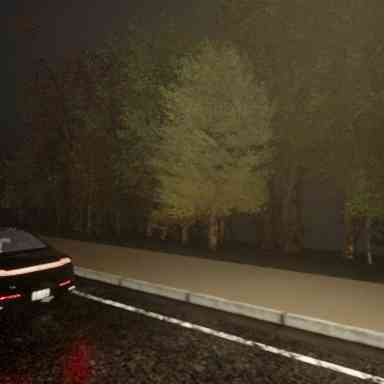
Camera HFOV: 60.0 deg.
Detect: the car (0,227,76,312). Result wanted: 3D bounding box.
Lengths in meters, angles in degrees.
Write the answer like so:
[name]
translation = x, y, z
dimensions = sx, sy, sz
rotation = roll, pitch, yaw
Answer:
[car]
translation = -4.461, 1.480, 6.864
dimensions = 4.902, 1.511, 2.128
rotation = 0, 0, 35
